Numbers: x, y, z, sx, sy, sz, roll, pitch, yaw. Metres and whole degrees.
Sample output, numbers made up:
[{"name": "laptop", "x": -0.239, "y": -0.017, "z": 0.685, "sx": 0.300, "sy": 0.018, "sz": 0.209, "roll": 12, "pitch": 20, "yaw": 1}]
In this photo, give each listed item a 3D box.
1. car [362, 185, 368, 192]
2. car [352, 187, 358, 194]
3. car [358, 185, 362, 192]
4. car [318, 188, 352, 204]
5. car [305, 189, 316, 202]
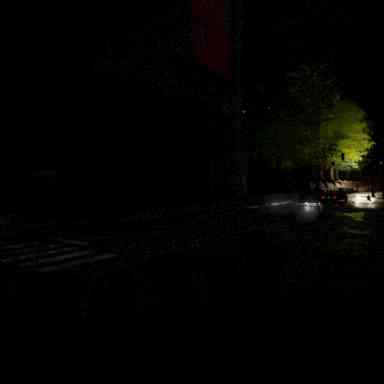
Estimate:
[{"name": "car", "x": 42.563, "y": -0.593, "z": 83.806, "sx": 1.802, "sy": 1.307, "sz": 4.206, "roll": 2, "pitch": 2, "yaw": 36}, {"name": "car", "x": 33.062, "y": -0.280, "z": 70.503, "sx": 2.008, "sy": 1.369, "sz": 4.403, "roll": 2, "pitch": 2, "yaw": 36}, {"name": "car", "x": 36.229, "y": -0.382, "z": 74.937, "sx": 1.947, "sy": 1.339, "sz": 4.313, "roll": 2, "pitch": 2, "yaw": 36}, {"name": "car", "x": 16.231, "y": 0.565, "z": 37.879, "sx": 2.033, "sy": 1.411, "sz": 5.357, "roll": 0, "pitch": 2, "yaw": 36}, {"name": "car", "x": 15.757, "y": 0.421, "z": 41.935, "sx": 2.128, "sy": 1.511, "sz": 4.902, "roll": 0, "pitch": 2, "yaw": 36}]
